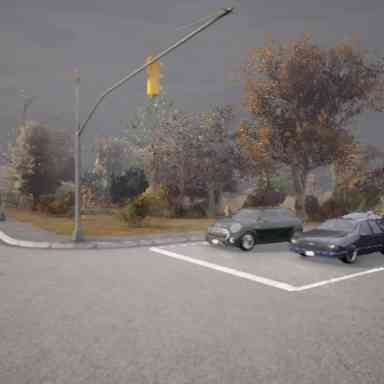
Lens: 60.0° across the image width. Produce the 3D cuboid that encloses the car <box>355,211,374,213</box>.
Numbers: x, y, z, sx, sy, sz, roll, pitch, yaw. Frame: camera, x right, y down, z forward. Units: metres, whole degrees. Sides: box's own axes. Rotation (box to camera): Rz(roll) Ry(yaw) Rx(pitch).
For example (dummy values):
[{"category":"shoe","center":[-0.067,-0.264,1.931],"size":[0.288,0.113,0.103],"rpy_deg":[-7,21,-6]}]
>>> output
[{"category":"car","center":[10.012,1.881,19.730],"size":[4.674,1.442,1.812],"rpy_deg":[3,-1,-35]}]

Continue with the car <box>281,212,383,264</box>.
[{"category":"car","center":[5.929,1.675,12.544],"size":[5.357,1.411,2.033],"rpy_deg":[2,-1,-39]}]

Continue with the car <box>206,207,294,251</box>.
[{"category":"car","center":[2.811,1.452,14.644],"size":[4.553,1.767,2.097],"rpy_deg":[1,-1,-34]}]
